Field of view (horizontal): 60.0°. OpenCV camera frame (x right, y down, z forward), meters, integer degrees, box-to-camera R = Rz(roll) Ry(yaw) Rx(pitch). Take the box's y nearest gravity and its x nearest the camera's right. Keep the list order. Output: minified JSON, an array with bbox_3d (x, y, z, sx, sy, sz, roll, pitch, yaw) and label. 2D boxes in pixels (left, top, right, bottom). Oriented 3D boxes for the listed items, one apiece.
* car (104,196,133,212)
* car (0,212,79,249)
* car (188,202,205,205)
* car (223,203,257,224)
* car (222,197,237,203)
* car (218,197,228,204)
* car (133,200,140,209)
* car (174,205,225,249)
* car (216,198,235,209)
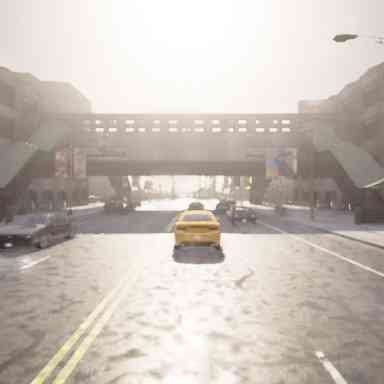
[{"bbox_3d":[-9.642,1.511,42.953,2.435,2.045,5.566,0,0,0],"label":"car"},{"bbox_3d":[-6.913,1.646,15.283,2.033,1.411,5.357,0,0,1],"label":"car"},{"bbox_3d":[0.446,1.772,36.492,1.812,1.442,4.674,0,0,1],"label":"car"},{"bbox_3d":[3.846,1.782,26.389,1.895,1.301,4.718,0,0,1],"label":"car"},{"bbox_3d":[7.234,1.901,61.403,2.231,1.521,4.892,0,0,10],"label":"car"},{"bbox_3d":[7.307,2.015,78.604,2.097,1.535,5.008,0,0,0],"label":"car"},{"bbox_3d":[-9.611,1.927,50.347,1.895,1.301,4.718,0,0,0],"label":"car"},{"bbox_3d":[0.239,1.580,15.077,1.882,1.535,5.008,0,0,1],"label":"car"},{"bbox_3d":[4.019,1.857,42.912,1.994,1.385,4.181,0,0,1],"label":"car"}]
